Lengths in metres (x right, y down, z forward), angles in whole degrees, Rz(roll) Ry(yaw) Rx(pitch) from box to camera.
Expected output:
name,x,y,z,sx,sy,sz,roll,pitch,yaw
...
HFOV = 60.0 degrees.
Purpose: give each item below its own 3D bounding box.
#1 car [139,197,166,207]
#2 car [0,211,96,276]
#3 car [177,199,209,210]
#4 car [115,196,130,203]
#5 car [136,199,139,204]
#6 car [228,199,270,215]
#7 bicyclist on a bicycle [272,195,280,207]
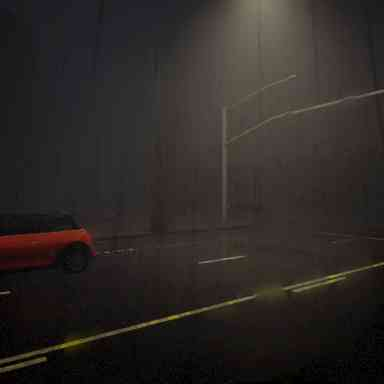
name,x,y,z,sx,sy,sz,roll,pitch,yaw
car,-5.792,1.478,50.847,1.882,1.535,5.008,0,0,-35
car,-5.073,1.352,8.970,4.553,1.767,2.097,0,0,-35
car,0.073,1.601,42.620,1.895,1.301,4.718,0,0,-36
car,-14.417,1.468,69.097,1.812,1.442,4.674,0,0,-36
car,-8.606,1.564,61.046,1.994,1.385,4.181,0,0,-35
car,5.856,1.491,34.519,2.128,1.511,4.902,0,0,-36
bicyclist on a bicycle,11.500,1.303,45.517,1.656,1.620,0.582,0,0,-36
